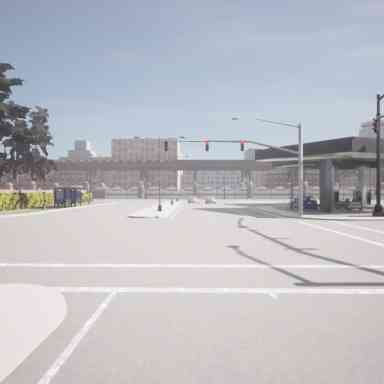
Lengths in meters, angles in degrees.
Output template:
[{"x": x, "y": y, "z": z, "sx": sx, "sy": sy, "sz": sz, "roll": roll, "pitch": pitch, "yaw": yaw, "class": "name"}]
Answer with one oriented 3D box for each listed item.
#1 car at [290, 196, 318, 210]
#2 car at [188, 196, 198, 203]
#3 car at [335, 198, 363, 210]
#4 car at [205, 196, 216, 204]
[{"x": 13.265, "y": 1.295, "z": 39.698, "sx": 2.242, "sy": 1.667, "sz": 4.611, "roll": 0, "pitch": 0, "yaw": 0, "class": "car"}, {"x": 0.195, "y": 1.525, "z": 66.171, "sx": 1.812, "sy": 1.442, "sz": 4.674, "roll": 0, "pitch": 0, "yaw": 0, "class": "car"}, {"x": 19.011, "y": 1.456, "z": 40.452, "sx": 1.970, "sy": 1.475, "sz": 3.806, "roll": 0, "pitch": 0, "yaw": 0, "class": "car"}, {"x": 3.588, "y": 1.525, "z": 64.386, "sx": 1.812, "sy": 1.442, "sz": 4.674, "roll": 0, "pitch": 0, "yaw": 0, "class": "car"}]
